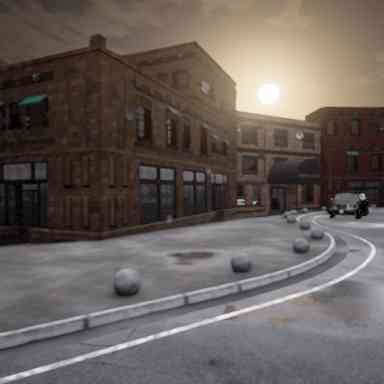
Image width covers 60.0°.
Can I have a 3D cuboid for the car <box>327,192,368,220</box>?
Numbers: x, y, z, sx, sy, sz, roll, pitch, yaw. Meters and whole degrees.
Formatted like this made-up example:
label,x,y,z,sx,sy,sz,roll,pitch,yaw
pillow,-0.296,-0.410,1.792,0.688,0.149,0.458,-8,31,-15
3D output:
label,x,y,z,sx,sy,sz,roll,pitch,yaw
car,12.452,1.022,26.438,2.150,2.045,5.566,-1,0,36
